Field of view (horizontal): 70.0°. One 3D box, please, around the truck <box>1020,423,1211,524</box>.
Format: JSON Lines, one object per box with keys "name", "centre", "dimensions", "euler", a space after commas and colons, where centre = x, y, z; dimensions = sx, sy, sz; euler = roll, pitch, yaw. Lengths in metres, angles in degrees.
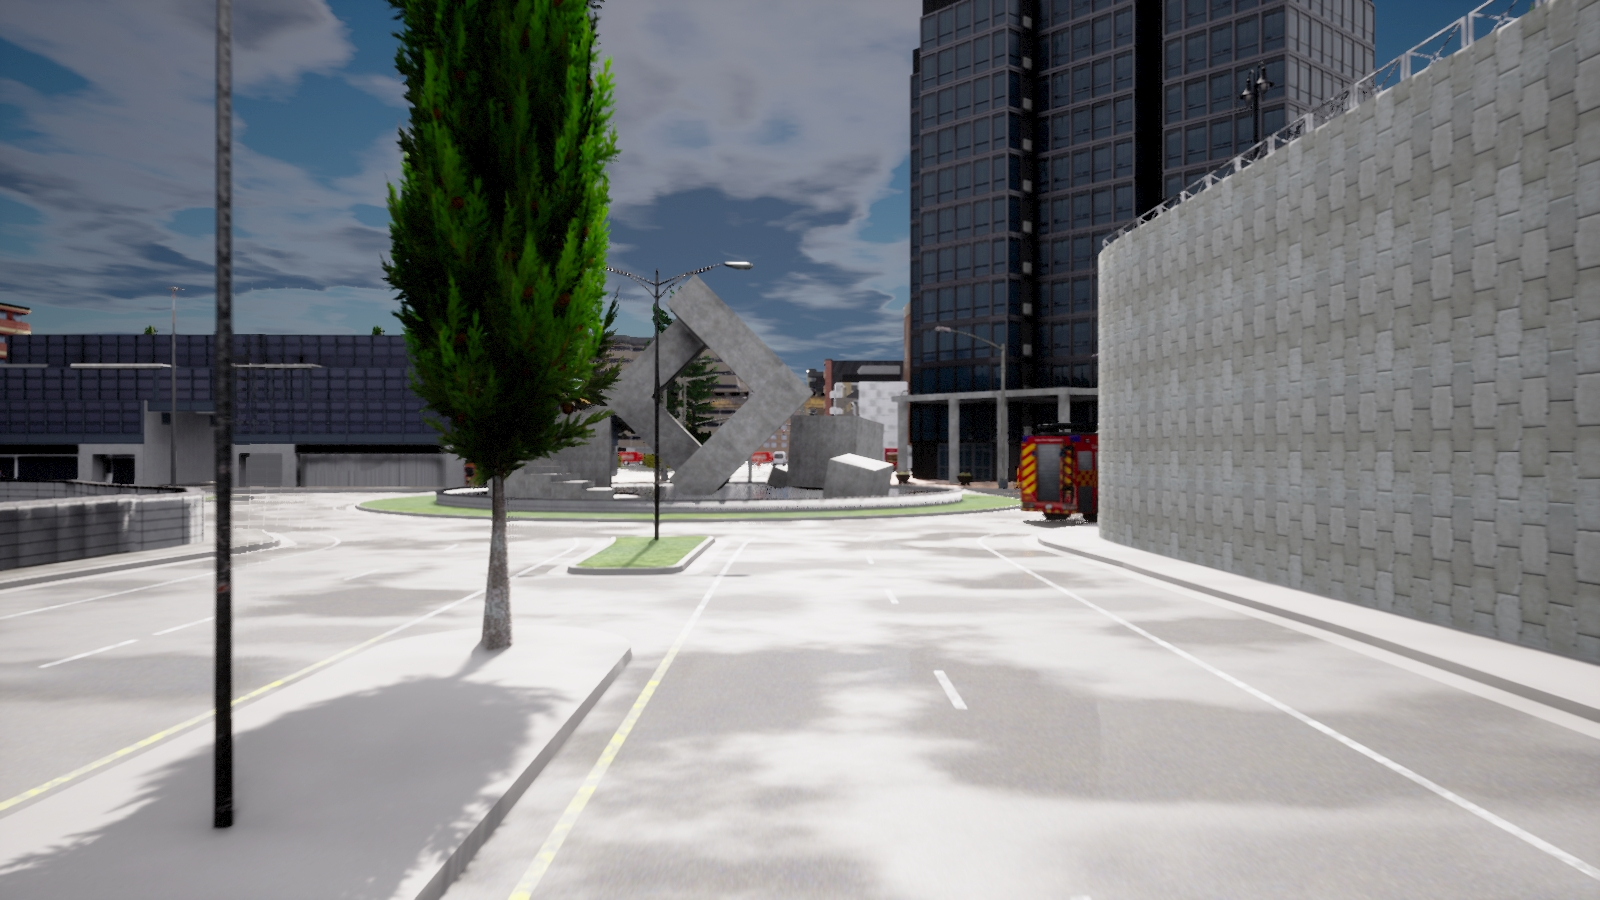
{"name": "truck", "centre": [13.030, 0.890, 46.781], "dimensions": [8.468, 3.827, 2.891], "euler": [0, 0, -36]}
